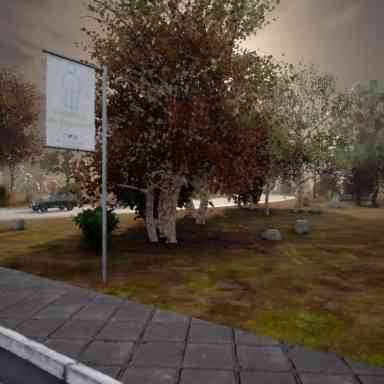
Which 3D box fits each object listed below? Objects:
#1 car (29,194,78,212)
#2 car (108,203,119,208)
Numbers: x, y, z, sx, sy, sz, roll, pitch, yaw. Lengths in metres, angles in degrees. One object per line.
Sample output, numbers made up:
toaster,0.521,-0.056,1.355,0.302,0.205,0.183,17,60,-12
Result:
car,-16.531,1.230,39.930,2.150,2.045,5.566,0,0,38
car,-10.143,1.480,48.159,1.837,1.490,4.892,0,0,37
